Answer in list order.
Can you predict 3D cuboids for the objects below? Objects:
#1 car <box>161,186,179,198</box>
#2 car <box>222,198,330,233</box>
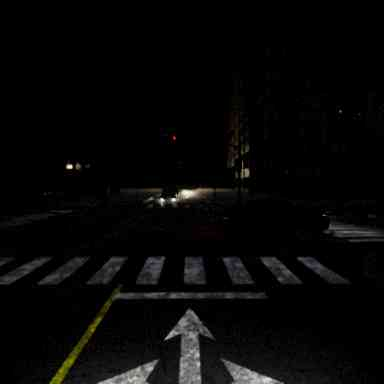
[{"bbox_3d":[-3.310,0.059,47.105,1.882,1.535,5.008,0,2,0],"label":"car"},{"bbox_3d":[3.721,1.007,14.956,4.674,1.442,1.812,0,1,0],"label":"car"}]
